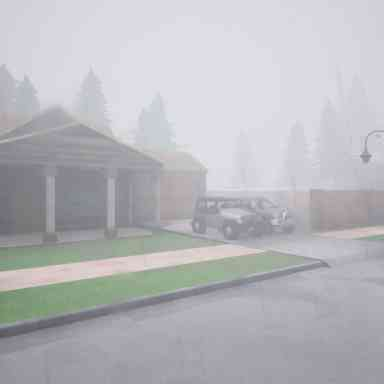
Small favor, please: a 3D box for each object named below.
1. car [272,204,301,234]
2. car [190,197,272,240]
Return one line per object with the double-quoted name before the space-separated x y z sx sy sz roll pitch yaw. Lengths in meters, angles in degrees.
"car" 3.394 1.174 17.735 1.932 1.855 4.605 0 0 -36
"car" 1.575 1.176 15.957 1.905 1.878 3.866 0 0 -36
